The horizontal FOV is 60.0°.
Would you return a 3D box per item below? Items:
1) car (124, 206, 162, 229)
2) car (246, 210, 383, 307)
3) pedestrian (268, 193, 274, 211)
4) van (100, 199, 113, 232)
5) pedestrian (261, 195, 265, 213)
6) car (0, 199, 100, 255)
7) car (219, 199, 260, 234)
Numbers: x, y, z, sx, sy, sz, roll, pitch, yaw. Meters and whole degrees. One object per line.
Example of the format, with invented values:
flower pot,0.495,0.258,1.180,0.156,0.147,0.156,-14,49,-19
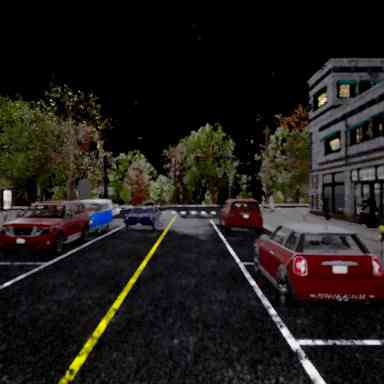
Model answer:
car,-3.082,1.588,21.545,1.895,1.301,4.718,0,0,0
car,2.701,1.437,8.012,1.967,1.590,4.097,1,0,0
pedestrian,8.132,1.018,34.115,0.375,1.860,0.375,1,-1,0
van,-5.692,1.331,19.085,1.690,1.788,3.998,1,0,0
pedestrian,7.132,1.186,33.513,0.375,1.860,0.375,1,-1,0
car,-5.678,1.308,13.542,2.192,1.841,5.009,1,0,0
car,2.714,1.304,19.098,2.192,1.841,5.009,1,0,0
